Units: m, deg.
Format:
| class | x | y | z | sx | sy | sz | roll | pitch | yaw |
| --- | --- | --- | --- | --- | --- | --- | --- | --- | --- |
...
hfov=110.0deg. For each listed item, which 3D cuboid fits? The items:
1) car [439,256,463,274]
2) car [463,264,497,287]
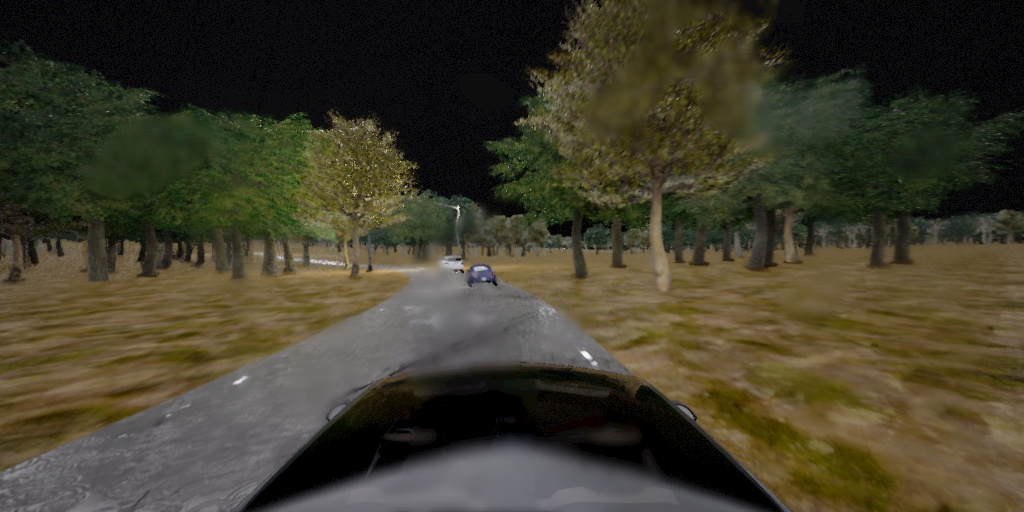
| class | x | y | z | sx | sy | sz | roll | pitch | yaw |
| --- | --- | --- | --- | --- | --- | --- | --- | --- | --- |
| car | -7.300 | 1.036 | 43.000 | 2.150 | 2.045 | 5.566 | -1 | 0 | -20 |
| car | -2.150 | 1.270 | 24.644 | 1.812 | 1.442 | 4.674 | -1 | 0 | -10 |
